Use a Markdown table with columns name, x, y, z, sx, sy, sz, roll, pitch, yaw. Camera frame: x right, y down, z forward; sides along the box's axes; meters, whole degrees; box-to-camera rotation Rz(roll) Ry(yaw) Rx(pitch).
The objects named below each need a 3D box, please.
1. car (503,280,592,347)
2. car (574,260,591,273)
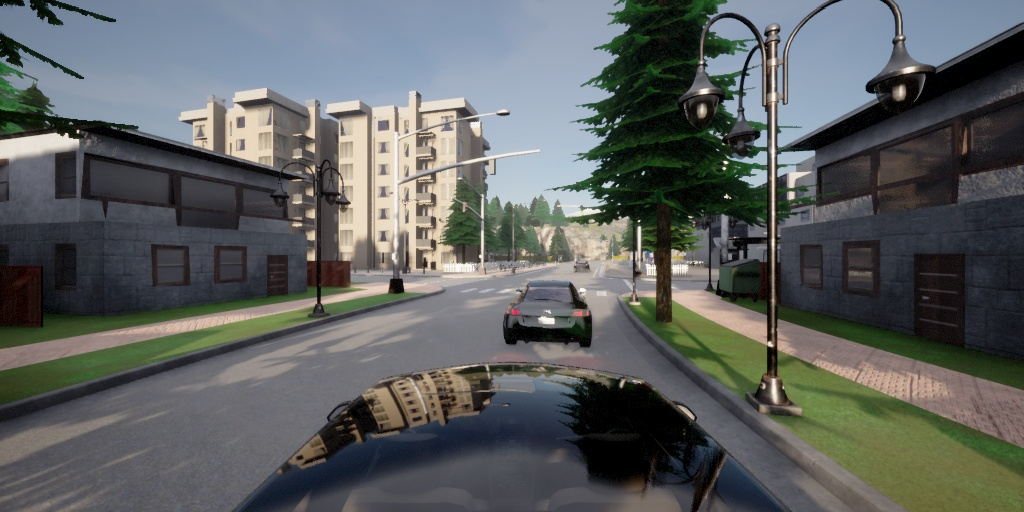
| name | x | y | z | sx | sy | sz | roll | pitch | yaw |
| --- | --- | --- | --- | --- | --- | --- | --- | --- | --- |
| car | 1.007 | 1.314 | 9.410 | 1.994 | 1.385 | 4.181 | 0 | 0 | 8 |
| car | 8.793 | 1.276 | 44.941 | 2.128 | 1.511 | 4.902 | 0 | 0 | 14 |
